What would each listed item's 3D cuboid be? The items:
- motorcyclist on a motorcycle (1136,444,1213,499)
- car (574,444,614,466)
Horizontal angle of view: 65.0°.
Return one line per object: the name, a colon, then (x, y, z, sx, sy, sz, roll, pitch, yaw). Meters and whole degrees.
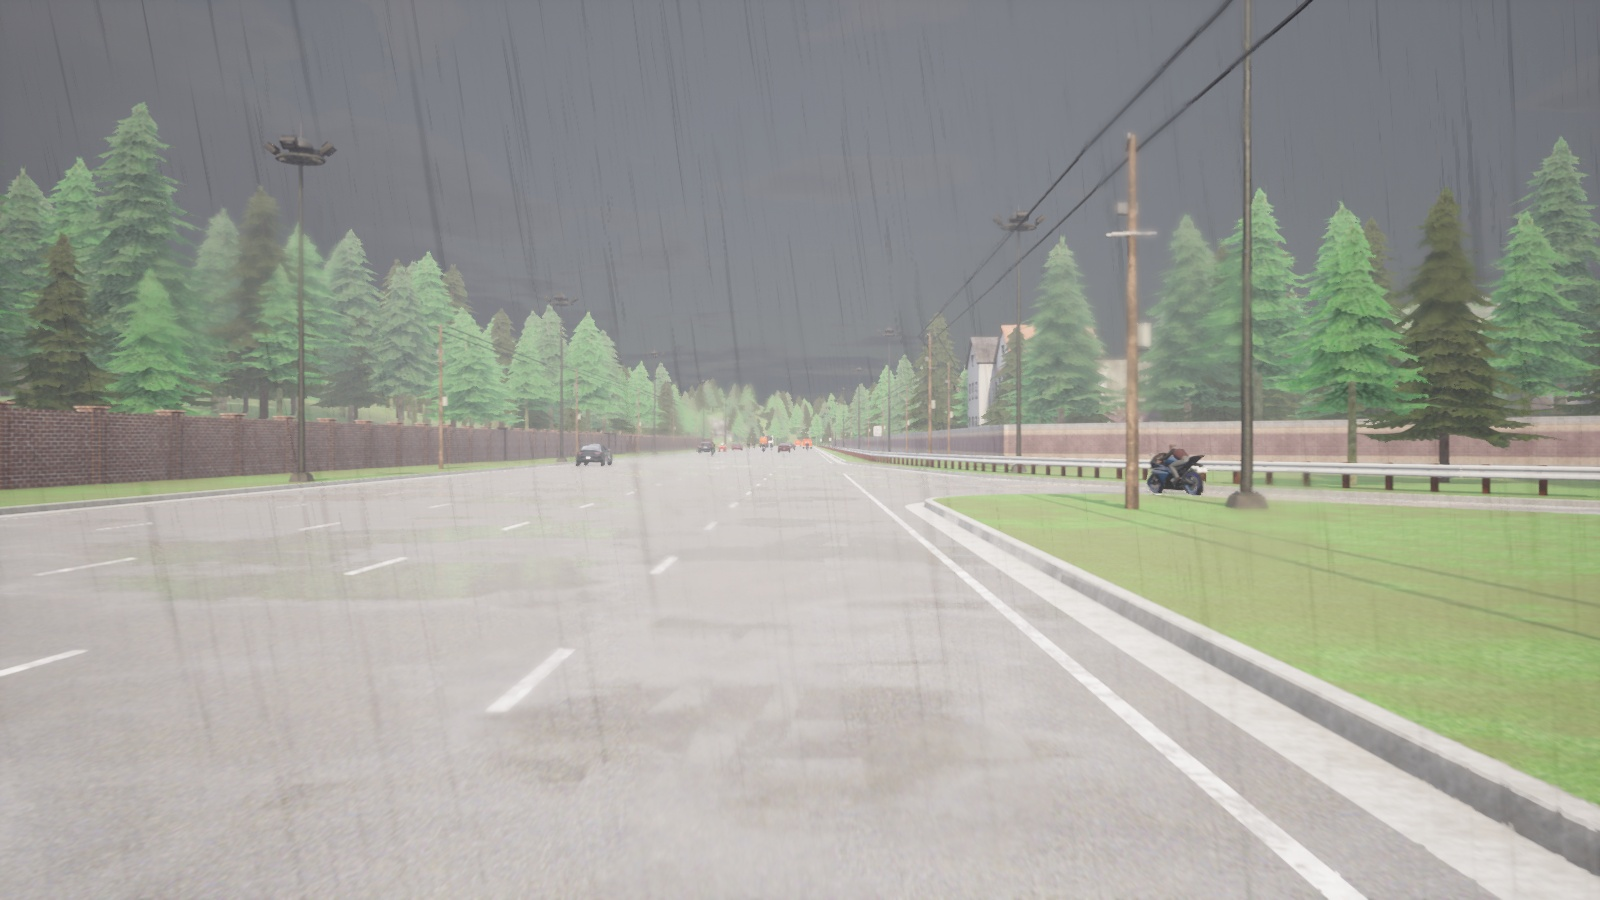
motorcyclist on a motorcycle: (10.737, 0.587, 36.076, 0.866, 1.530, 2.191, 0, 0, -26)
car: (-13.514, 0.296, 82.541, 1.812, 1.442, 4.674, 0, 0, 0)
